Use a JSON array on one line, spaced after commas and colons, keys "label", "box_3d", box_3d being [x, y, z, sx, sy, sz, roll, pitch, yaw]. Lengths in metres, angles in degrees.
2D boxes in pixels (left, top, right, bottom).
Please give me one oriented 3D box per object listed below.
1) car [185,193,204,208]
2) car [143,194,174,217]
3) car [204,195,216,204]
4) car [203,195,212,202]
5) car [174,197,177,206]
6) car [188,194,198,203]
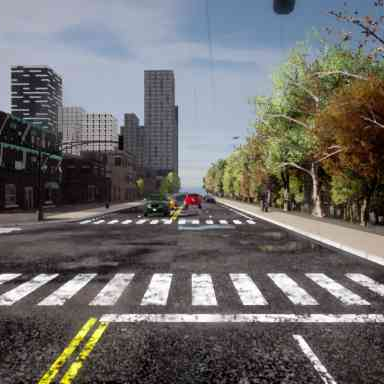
[{"label": "car", "box_3d": [0.189, 1.202, 48.362, 2.150, 2.045, 5.566, 0, 0, 0]}, {"label": "car", "box_3d": [-3.283, 1.212, 32.076, 2.150, 2.045, 5.566, 0, 0, 0]}, {"label": "car", "box_3d": [3.470, 1.540, 63.136, 1.994, 1.385, 4.181, 0, 0, 0]}, {"label": "car", "box_3d": [3.388, 1.471, 73.092, 1.837, 1.490, 4.892, 0, 0, 0]}, {"label": "car", "box_3d": [-3.259, 1.463, 42.253, 1.882, 1.535, 5.008, 0, 0, 0]}, {"label": "car", "box_3d": [0.227, 1.325, 68.851, 2.097, 1.767, 4.553, 0, 0, 0]}]
